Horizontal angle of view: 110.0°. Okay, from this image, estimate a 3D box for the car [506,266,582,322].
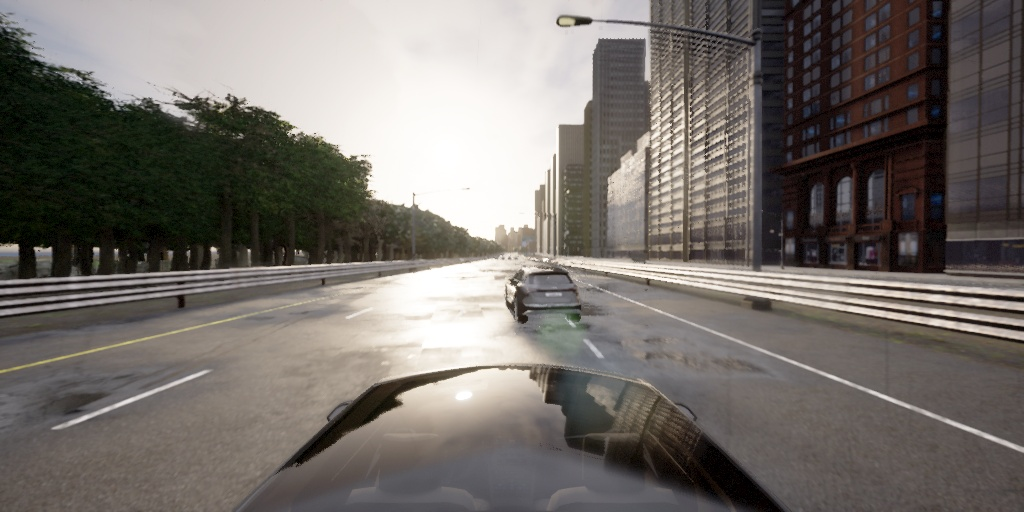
[{"bbox_3d":[0.901,1.122,12.188,2.033,1.649,4.856,0,0,-7],"label":"car"}]
